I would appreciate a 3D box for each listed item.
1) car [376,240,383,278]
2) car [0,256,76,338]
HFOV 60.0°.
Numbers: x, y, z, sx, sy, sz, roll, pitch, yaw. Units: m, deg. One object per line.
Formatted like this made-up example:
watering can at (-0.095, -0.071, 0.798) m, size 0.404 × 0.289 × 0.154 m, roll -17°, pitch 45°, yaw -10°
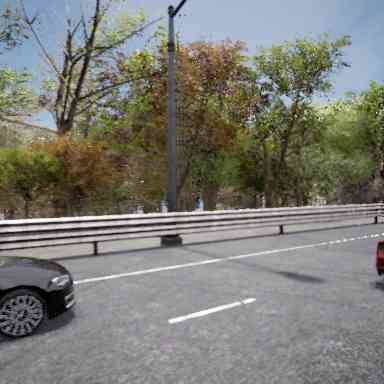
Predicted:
car at (6.645, 1.456, 8.457) m, size 5.008 × 1.535 × 1.882 m, roll 0°, pitch 0°, yaw -35°
car at (-4.332, 1.498, 4.966) m, size 4.902 × 1.511 × 2.128 m, roll 0°, pitch 0°, yaw -35°
